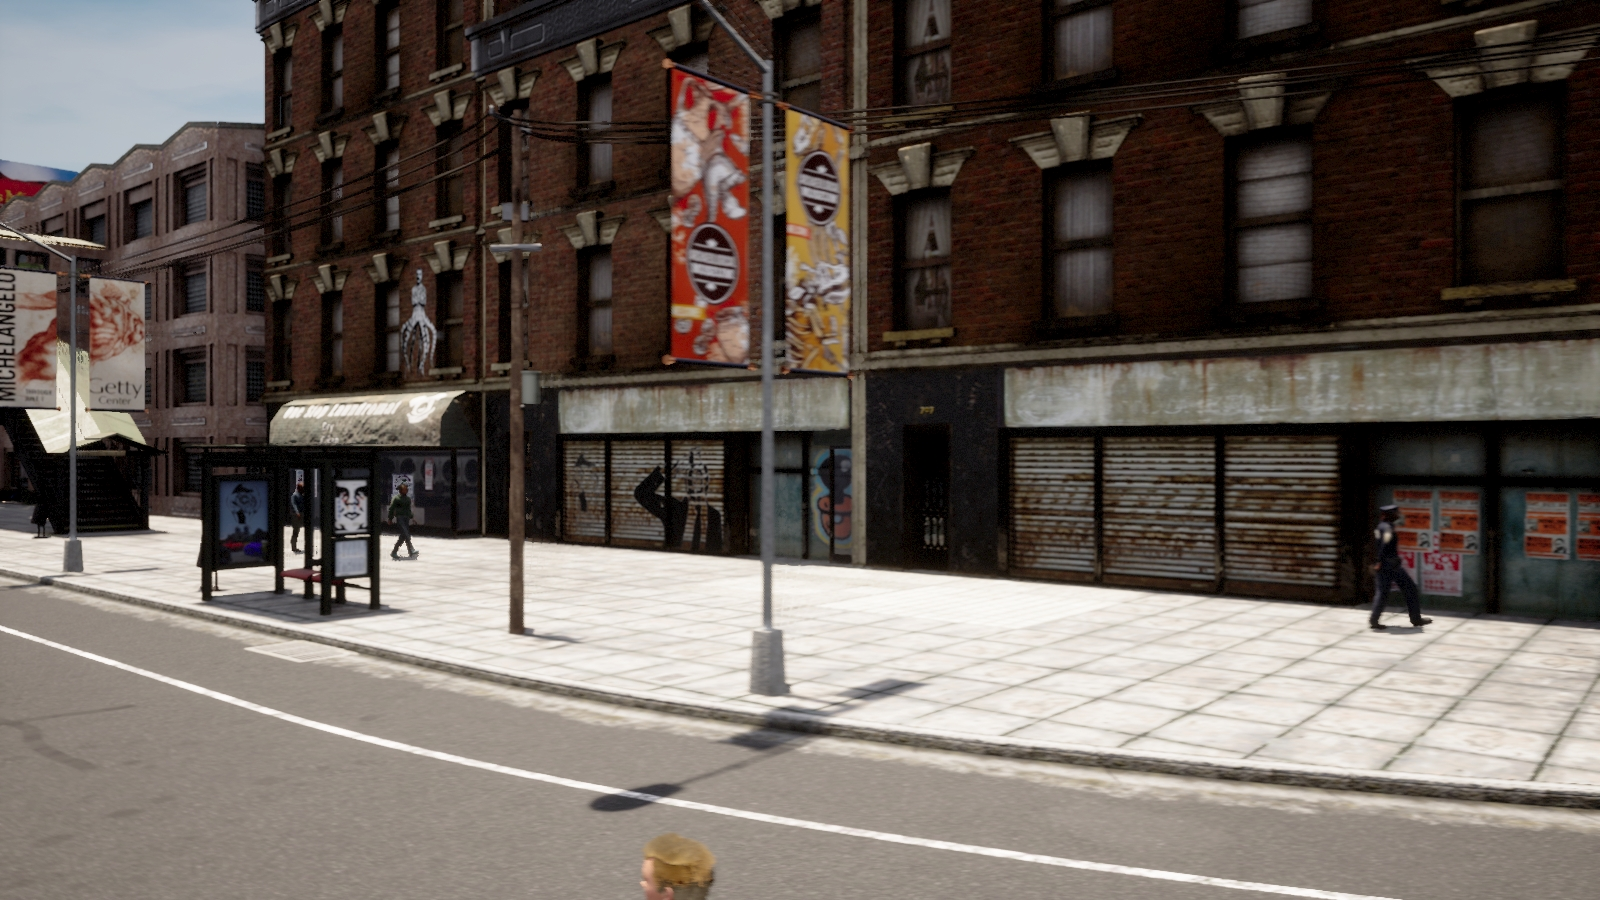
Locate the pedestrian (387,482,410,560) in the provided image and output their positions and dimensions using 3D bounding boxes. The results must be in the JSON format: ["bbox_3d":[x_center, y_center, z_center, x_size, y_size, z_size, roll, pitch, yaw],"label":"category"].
[{"bbox_3d":[-9.742,1.709,27.702,0.375,1.860,0.375,0,0,29],"label":"pedestrian"}]

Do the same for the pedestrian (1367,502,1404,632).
[{"bbox_3d":[8.579,1.706,16.747,0.375,1.860,0.375,0,0,9],"label":"pedestrian"}]

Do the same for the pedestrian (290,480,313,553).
[{"bbox_3d":[-12.830,1.709,29.407,0.375,1.860,0.375,0,0,28],"label":"pedestrian"}]
